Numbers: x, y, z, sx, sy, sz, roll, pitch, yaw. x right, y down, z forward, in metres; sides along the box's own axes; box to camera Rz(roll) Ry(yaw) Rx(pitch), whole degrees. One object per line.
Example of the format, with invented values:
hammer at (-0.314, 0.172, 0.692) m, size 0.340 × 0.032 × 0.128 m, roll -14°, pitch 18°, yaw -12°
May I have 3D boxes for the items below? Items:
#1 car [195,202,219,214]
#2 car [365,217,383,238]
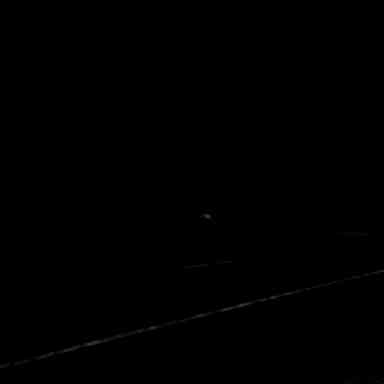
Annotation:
car at (1.953, 2.088, 43.942) m, size 2.128 × 1.511 × 4.902 m, roll 3°, pitch 0°, yaw -19°
car at (13.064, 2.117, 19.914) m, size 1.882 × 1.535 × 5.008 m, roll 3°, pitch -2°, yaw -31°
